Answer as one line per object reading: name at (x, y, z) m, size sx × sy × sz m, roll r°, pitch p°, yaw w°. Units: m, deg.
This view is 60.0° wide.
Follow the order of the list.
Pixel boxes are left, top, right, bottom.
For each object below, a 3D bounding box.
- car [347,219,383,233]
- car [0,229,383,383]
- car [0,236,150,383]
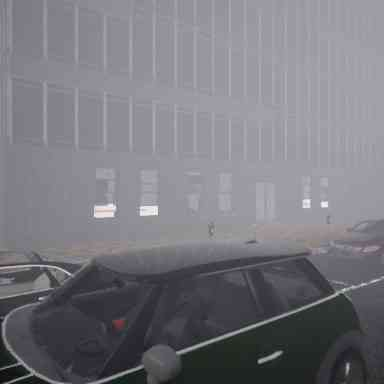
car at (6.259, 1.582, 11.057) m, size 4.206 × 1.307 × 1.802 m, roll 0°, pitch 0°, yaw -36°
car at (-0.405, 1.352, 3.091) m, size 4.553 × 1.767 × 2.097 m, roll 0°, pitch 0°, yaw -36°
car at (-2.993, 1.551, 4.424) m, size 4.403 × 1.369 × 2.008 m, roll 0°, pitch 0°, yaw -36°
